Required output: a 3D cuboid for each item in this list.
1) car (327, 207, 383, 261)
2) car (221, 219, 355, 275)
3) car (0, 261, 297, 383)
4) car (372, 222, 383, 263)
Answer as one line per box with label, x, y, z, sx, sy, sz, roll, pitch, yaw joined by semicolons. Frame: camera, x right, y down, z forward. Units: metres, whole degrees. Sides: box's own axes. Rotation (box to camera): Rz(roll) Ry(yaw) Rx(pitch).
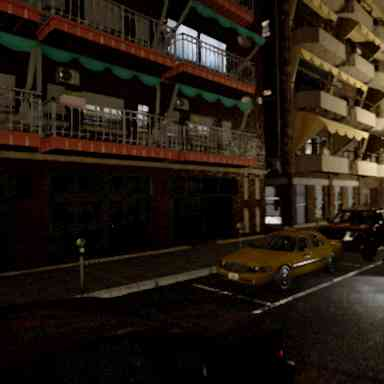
car;6.914;1.545;13.536;5.009;1.841;2.192;1;-2;-43
car;2.753;1.717;9.644;4.829;1.417;1.752;1;-2;-43
car;-1.375;1.623;2.235;5.357;1.411;2.033;0;-2;-43
car;8.054;1.704;10.902;5.357;1.411;2.033;1;-2;-43
